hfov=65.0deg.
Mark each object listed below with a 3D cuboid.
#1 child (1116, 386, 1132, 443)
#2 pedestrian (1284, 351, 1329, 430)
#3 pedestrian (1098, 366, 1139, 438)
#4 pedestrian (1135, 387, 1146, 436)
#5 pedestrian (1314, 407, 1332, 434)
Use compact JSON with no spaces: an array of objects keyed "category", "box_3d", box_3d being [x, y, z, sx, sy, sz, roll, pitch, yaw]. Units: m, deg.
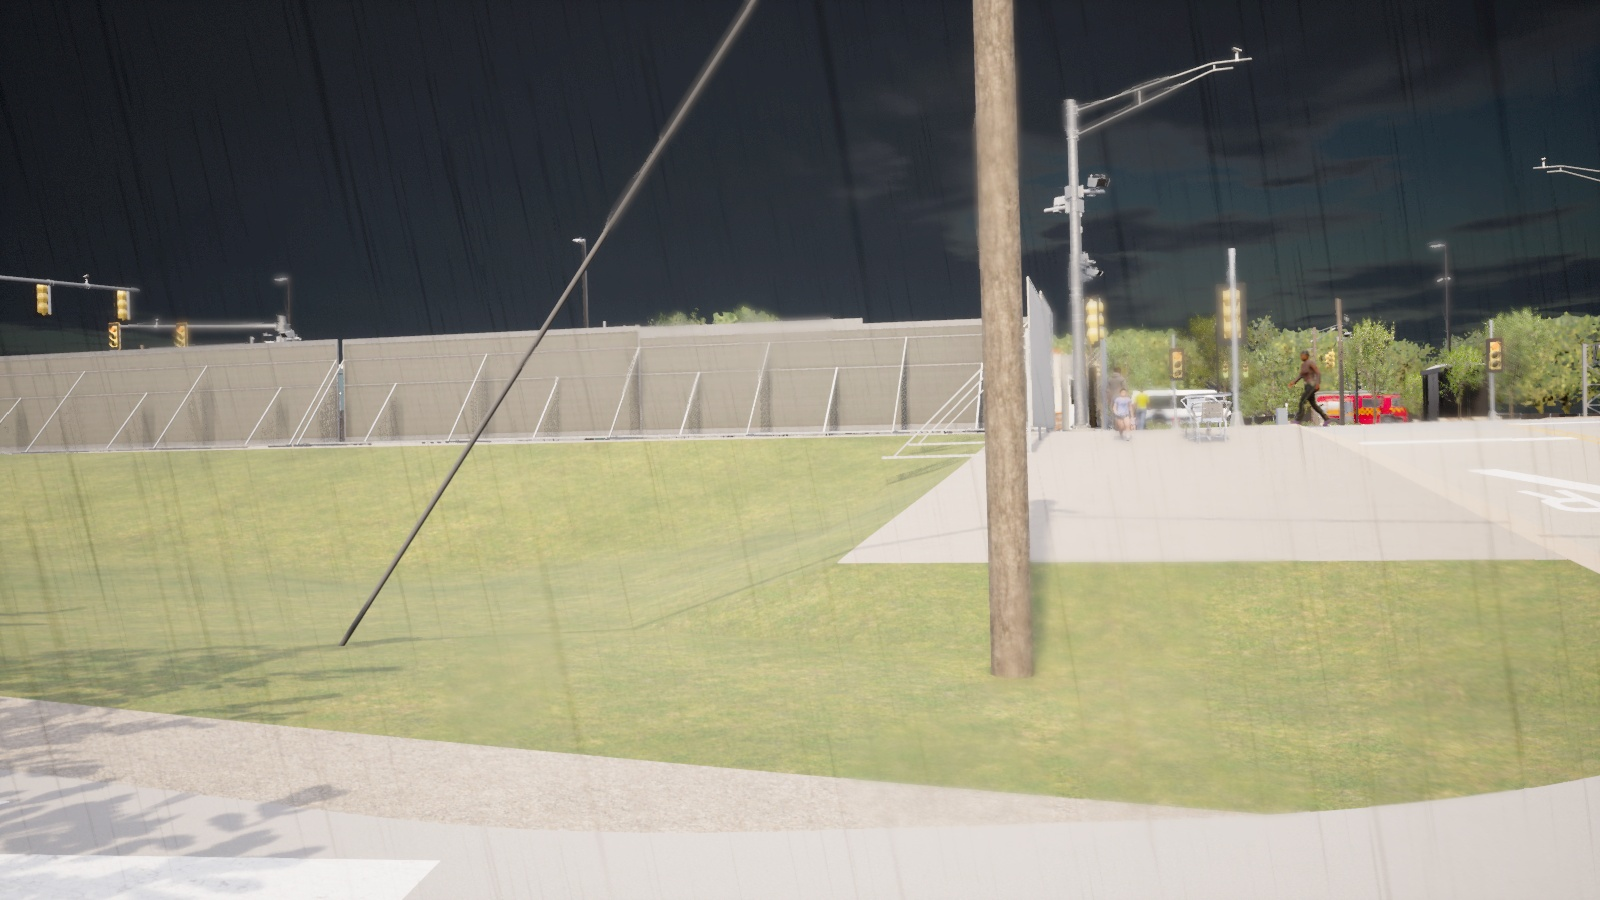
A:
[{"category":"child","box_3d":[6.407,-0.696,24.823,0.255,1.110,0.394,-1,0,11]},{"category":"pedestrian","box_3d":[11.699,-1.366,28.985,0.869,1.805,0.328,-1,0,1]},{"category":"pedestrian","box_3d":[8.833,-1.329,34.825,0.873,1.952,0.659,-1,0,-32]},{"category":"pedestrian","box_3d":[12.998,-1.458,47.946,0.354,1.836,0.706,-1,0,14]},{"category":"pedestrian","box_3d":[36.434,-2.055,87.510,0.874,1.855,0.900,-1,0,4]}]
